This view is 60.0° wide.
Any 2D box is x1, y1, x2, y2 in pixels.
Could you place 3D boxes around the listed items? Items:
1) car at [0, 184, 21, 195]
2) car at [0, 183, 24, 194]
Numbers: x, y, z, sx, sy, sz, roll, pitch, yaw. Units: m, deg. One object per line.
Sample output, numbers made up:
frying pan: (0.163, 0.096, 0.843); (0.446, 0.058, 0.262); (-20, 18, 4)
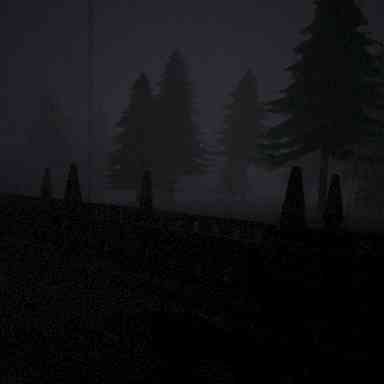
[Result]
car: (-23.048, -0.298, 39.182); (1.895, 1.301, 4.718); (4, 2, 37)
car: (-20.925, -0.222, 36.187); (2.128, 1.511, 4.902); (4, 3, 37)
